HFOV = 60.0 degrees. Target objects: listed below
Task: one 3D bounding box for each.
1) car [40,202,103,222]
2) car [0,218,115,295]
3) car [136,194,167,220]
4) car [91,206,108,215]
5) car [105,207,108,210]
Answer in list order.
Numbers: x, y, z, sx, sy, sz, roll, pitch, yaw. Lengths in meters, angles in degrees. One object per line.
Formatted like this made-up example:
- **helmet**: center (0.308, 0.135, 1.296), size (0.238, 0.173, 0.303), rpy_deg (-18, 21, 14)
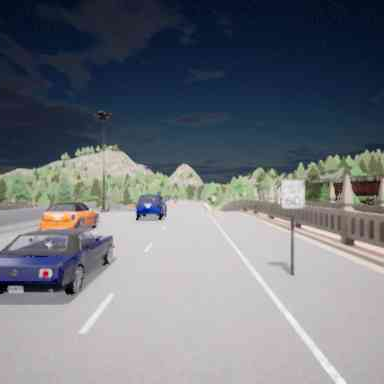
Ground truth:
- **car**: center (-6.909, 1.354, 19.228), size (2.097, 1.767, 4.553), rpy_deg (0, 0, 0)
- **car**: center (-3.404, 1.602, 8.662), size (1.895, 1.301, 4.718), rpy_deg (0, 0, 0)
- **car**: center (-3.403, 1.220, 28.501), size (2.150, 2.045, 5.566), rpy_deg (0, 0, 0)
- **car**: center (-17.545, 3.570, 63.399), size (1.812, 1.442, 4.674), rpy_deg (0, -6, 0)
- **car**: center (-14.057, 2.939, 59.069), size (2.097, 1.767, 4.553), rpy_deg (0, -6, 0)
